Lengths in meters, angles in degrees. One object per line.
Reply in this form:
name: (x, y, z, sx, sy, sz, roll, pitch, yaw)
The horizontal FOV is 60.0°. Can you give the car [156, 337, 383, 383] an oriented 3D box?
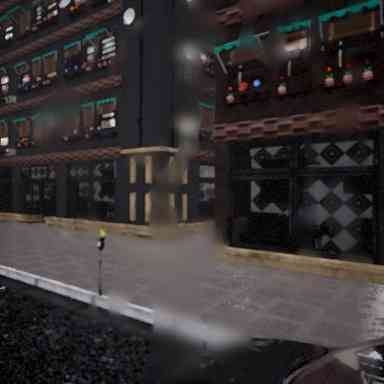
car: (1.636, 1.558, 1.710, 4.403, 1.369, 2.008, 1, 0, 35)
